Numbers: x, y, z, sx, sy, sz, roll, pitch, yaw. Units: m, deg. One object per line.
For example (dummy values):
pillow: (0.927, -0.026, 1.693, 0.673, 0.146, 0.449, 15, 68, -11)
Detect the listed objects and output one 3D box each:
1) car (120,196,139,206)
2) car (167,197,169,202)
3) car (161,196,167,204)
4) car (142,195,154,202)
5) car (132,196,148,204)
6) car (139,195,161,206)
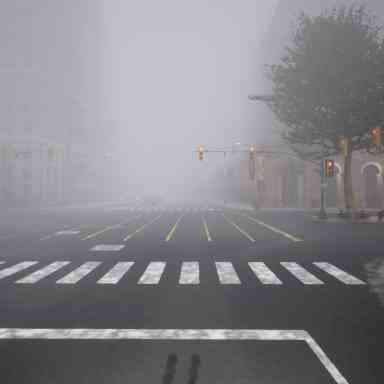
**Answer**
car: (-10.148, 1.601, 53.265, 1.895, 1.301, 4.718, 0, 0, 1)
car: (-6.323, 1.524, 73.568, 1.812, 1.442, 4.674, 0, 0, 1)
car: (-6.538, 1.492, 63.295, 2.128, 1.511, 4.902, 0, 0, 2)
car: (-9.806, 1.524, 74.555, 1.812, 1.442, 4.674, 0, 0, 1)
car: (-10.013, 1.548, 64.446, 2.033, 1.411, 5.357, 0, 0, 2)
car: (-6.656, 1.351, 53.044, 2.097, 1.767, 4.553, 0, 0, 1)
